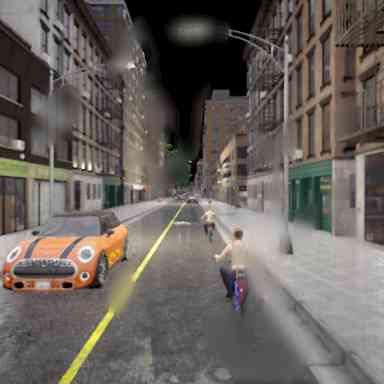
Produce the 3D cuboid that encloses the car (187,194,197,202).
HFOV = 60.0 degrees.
[{"bbox_3d":[-0.014,1.331,75.260,2.097,1.767,4.553,0,0,0],"label":"car"}]

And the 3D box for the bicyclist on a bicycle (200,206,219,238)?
[{"bbox_3d":[0.796,1.438,14.981,0.866,1.612,1.509,0,0,0],"label":"bicyclist on a bicycle"}]

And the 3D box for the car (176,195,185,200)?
[{"bbox_3d":[-3.017,1.468,88.177,1.837,1.490,4.892,0,0,0],"label":"car"}]

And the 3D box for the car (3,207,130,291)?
[{"bbox_3d":[-3.102,1.353,9.151,2.097,1.767,4.553,0,0,0],"label":"car"}]

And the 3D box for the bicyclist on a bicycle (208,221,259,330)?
[{"bbox_3d":[0.801,1.437,5.932,0.866,1.612,1.509,0,0,0],"label":"bicyclist on a bicycle"}]

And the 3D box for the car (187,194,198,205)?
[{"bbox_3d":[0.085,1.510,59.770,1.812,1.442,4.674,0,0,0],"label":"car"}]
